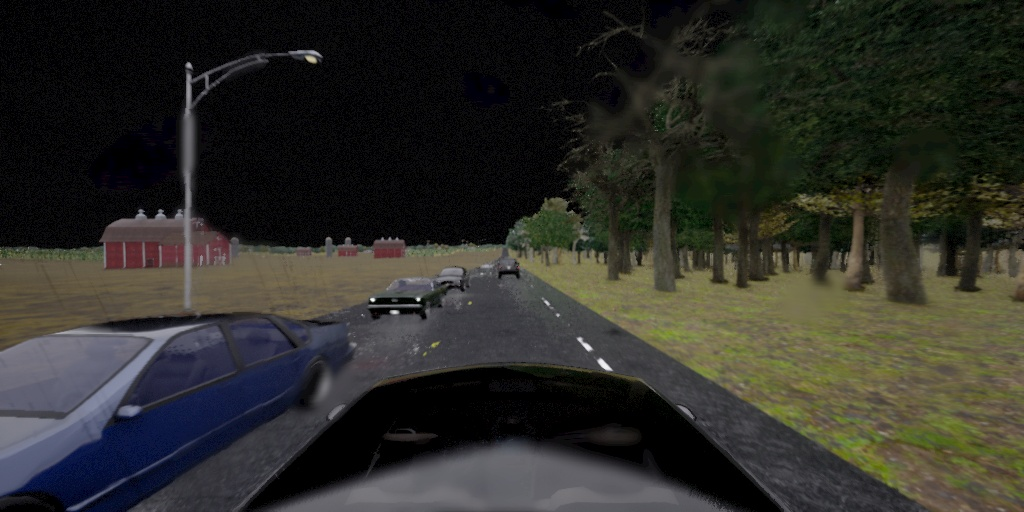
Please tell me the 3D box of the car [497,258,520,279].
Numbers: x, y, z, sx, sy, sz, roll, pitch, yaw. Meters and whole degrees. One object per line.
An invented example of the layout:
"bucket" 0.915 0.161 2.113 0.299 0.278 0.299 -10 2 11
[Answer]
"car" -0.328 1.258 37.270 2.150 2.045 5.566 0 0 -1

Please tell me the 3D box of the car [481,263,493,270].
"car" -4.250 1.806 61.874 1.895 1.301 4.718 0 0 -1

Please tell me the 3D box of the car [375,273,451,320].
"car" -3.720 1.486 13.521 1.895 1.301 4.718 0 -1 -1

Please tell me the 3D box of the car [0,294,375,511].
"car" -3.565 1.334 3.565 2.033 1.411 5.357 0 -1 3

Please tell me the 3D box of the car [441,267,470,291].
"car" -3.841 1.474 23.698 1.837 1.490 4.892 0 0 -1
